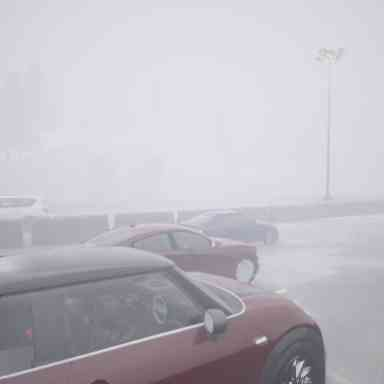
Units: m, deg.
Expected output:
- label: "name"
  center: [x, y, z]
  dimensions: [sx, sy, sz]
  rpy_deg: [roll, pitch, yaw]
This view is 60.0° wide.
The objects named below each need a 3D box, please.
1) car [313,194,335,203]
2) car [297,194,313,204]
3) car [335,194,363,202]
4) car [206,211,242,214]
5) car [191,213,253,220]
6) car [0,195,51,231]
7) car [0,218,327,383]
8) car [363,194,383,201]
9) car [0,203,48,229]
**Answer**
- label: "car"
  center: [20.575, 1.031, 48.734]
  dimensions: [5.357, 1.411, 2.033]
  rpy_deg: [-1, 1, -35]
- label: "car"
  center: [18.194, 1.056, 51.335]
  dimensions: [4.181, 1.385, 1.994]
  rpy_deg: [-1, 1, -35]
- label: "car"
  center: [22.162, 1.096, 45.575]
  dimensions: [4.718, 1.301, 1.895]
  rpy_deg: [-1, 1, -35]
- label: "car"
  center: [1.456, 1.482, 13.405]
  dimensions: [4.674, 1.442, 1.812]
  rpy_deg: [0, 0, -36]
- label: "car"
  center: [-0.596, 1.463, 7.622]
  dimensions: [5.008, 1.535, 1.882]
  rpy_deg: [0, 0, -36]
- label: "car"
  center: [-10.632, 1.215, 17.904]
  dimensions: [5.566, 2.045, 2.150]
  rpy_deg: [0, 0, -36]
- label: "car"
  center: [-0.728, 1.348, 3.227]
  dimensions: [4.553, 1.767, 2.097]
  rpy_deg: [0, 0, -36]
- label: "car"
  center: [24.826, 0.973, 43.174]
  dimensions: [4.902, 1.511, 2.128]
  rpy_deg: [-1, 1, -35]
- label: "car"
  center: [-11.990, 1.495, 21.235]
  dimensions: [4.892, 1.490, 1.837]
  rpy_deg: [0, 0, -36]
